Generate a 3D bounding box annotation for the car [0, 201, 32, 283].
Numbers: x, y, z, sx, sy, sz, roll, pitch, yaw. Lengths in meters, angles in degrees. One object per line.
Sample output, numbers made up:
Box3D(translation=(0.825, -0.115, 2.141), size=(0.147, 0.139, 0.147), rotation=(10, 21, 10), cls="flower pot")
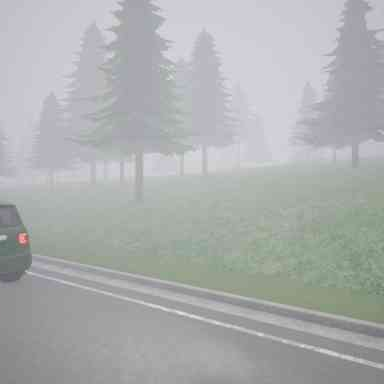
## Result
Box3D(translation=(-6.324, 1.221, 8.468), size=(5.566, 2.045, 2.150), rotation=(0, 0, 36), cls="car")
